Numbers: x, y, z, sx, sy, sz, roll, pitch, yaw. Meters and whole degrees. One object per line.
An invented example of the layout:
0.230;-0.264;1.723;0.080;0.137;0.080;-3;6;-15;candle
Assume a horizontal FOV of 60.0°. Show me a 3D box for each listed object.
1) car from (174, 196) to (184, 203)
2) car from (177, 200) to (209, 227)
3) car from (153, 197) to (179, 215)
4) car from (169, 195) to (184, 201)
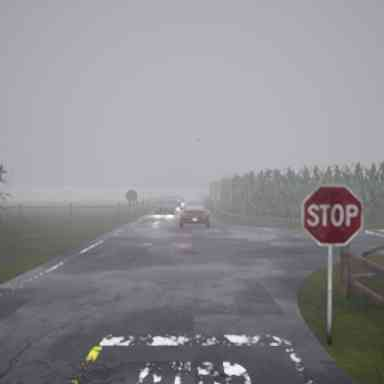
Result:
-2.494;1.524;65.659;1.895;1.301;4.718;0;0;0;car
0.181;1.477;22.136;1.812;1.442;4.674;0;0;0;car
-2.718;1.500;33.513;1.994;1.385;4.181;0;0;0;car
-2.650;1.256;48.331;2.097;1.767;4.553;0;0;0;car
